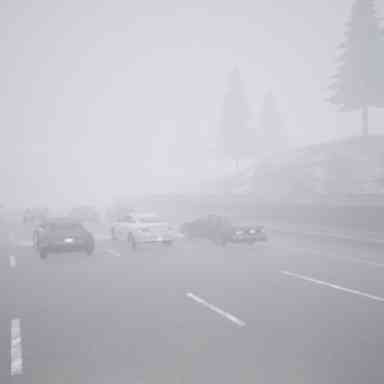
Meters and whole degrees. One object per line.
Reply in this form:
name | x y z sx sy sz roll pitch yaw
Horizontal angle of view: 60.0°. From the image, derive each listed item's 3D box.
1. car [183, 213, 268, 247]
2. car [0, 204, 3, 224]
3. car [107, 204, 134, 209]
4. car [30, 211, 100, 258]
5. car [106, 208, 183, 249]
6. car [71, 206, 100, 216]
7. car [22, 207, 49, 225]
car | 1.314 1.724 16.044 2.033 1.411 5.357 0 -1 -29
car | -15.151 1.469 24.166 2.150 2.045 5.566 0 0 -28
car | -6.393 1.826 30.060 1.837 1.490 4.892 0 0 -28
car | -5.326 1.707 13.608 1.994 1.385 4.181 0 -1 -28
car | -2.410 1.692 15.579 1.812 1.442 4.674 0 0 -28
car | -8.996 1.835 27.497 2.033 1.411 5.357 0 -1 -28
car | -12.403 1.873 26.449 1.895 1.301 4.718 0 -1 -28
